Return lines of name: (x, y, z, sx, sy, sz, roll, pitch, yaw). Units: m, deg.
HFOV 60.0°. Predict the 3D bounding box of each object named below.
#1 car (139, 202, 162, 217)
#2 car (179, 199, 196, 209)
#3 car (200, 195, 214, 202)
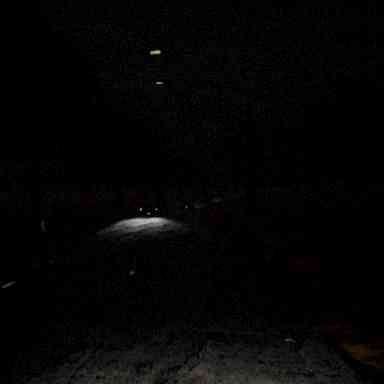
car: (-4.039, 1.672, 32.930, 1.895, 1.301, 4.718, 0, 0, -1)
car: (-0.537, 1.603, 44.863, 1.895, 1.301, 4.718, -2, 0, 4)
car: (2.979, 1.324, 65.632, 1.895, 1.301, 4.718, -1, 1, 16)
